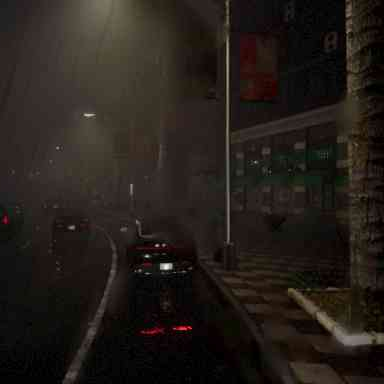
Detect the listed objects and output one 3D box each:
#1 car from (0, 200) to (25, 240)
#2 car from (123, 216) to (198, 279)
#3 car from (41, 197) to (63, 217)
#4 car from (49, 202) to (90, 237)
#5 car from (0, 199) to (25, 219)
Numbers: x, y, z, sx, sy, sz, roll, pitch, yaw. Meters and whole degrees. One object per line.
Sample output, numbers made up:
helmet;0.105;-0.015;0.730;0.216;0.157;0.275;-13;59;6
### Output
car;-9.782;1.343;16.555;2.097;1.767;4.553;0;0;-21
car;-1.087;1.504;10.197;1.837;1.490;4.892;0;0;-11
car;-13.283;1.341;31.874;2.097;1.767;4.553;0;0;-27
car;-6.644;1.521;18.124;1.812;1.442;4.674;0;0;-22
car;-16.437;1.479;30.351;2.128;1.511;4.902;0;0;-27
